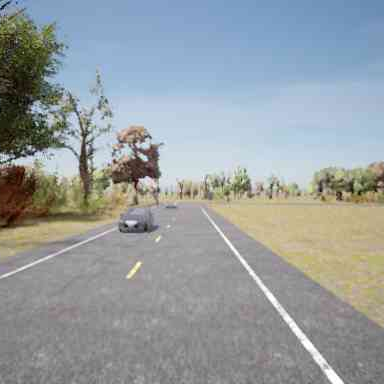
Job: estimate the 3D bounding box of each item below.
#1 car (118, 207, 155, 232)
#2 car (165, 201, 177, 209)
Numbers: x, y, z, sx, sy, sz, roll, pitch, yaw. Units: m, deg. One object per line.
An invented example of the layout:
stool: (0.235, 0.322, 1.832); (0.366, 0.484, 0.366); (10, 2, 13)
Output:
car: (-3.598, 1.742, 22.084); (2.128, 1.511, 4.902); (0, -1, 0)
car: (-3.518, 2.220, 56.195); (1.895, 1.301, 4.718); (0, -1, 1)
